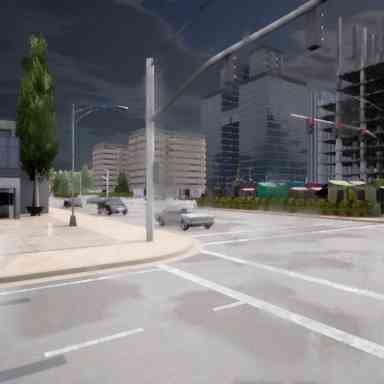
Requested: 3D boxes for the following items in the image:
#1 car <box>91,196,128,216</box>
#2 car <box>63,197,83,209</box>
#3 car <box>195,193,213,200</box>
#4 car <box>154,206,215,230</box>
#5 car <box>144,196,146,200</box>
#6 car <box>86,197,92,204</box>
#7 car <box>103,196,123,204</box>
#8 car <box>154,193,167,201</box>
[{"bbox_3d":[-7.827,1.491,32.489,2.128,1.511,4.902,0,0,-33],"label":"car"},{"bbox_3d":[-16.640,1.506,46.323,1.837,1.490,4.892,0,-1,-32],"label":"car"},{"bbox_3d":[3.221,1.154,62.389,3.866,1.878,1.905,0,0,-34],"label":"car"},{"bbox_3d":[-0.563,1.600,21.138,1.895,1.301,4.718,0,0,-33],"label":"car"},{"bbox_3d":[-9.389,1.151,81.045,4.605,1.855,1.932,0,0,-34],"label":"car"},{"bbox_3d":[-18.306,1.563,62.201,1.994,1.385,4.181,0,0,-33],"label":"car"},{"bbox_3d":[-15.347,1.546,64.097,2.033,1.411,5.357,0,0,-34],"label":"car"},{"bbox_3d":[-7.811,1.154,78.618,3.866,1.878,1.905,0,0,-34],"label":"car"}]
